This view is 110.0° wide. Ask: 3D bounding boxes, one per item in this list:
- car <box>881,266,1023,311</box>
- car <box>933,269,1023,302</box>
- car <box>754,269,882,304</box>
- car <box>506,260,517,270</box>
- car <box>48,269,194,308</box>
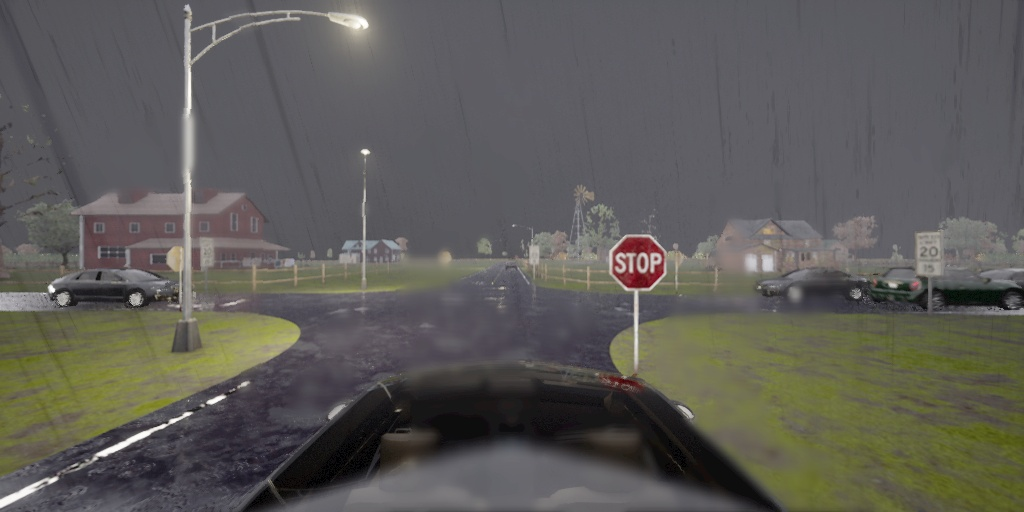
[{"bbox_3d":[17.612,1.222,14.619,4.553,1.767,2.097,0,0,0],"label":"car"},{"bbox_3d":[24.128,1.407,17.538,4.892,1.490,1.837,0,0,1],"label":"car"},{"bbox_3d":[14.614,1.370,17.578,4.892,1.490,1.837,0,0,0],"label":"car"},{"bbox_3d":[-0.115,1.480,59.512,1.837,1.490,4.892,0,0,0],"label":"car"},{"bbox_3d":[-15.882,1.267,14.708,4.892,1.490,1.837,0,0,1],"label":"car"}]
